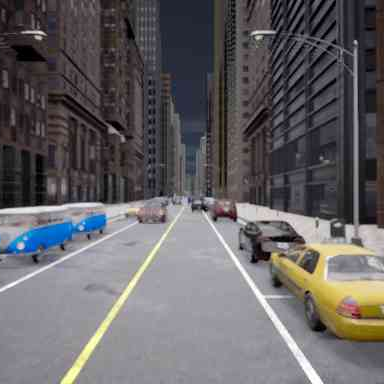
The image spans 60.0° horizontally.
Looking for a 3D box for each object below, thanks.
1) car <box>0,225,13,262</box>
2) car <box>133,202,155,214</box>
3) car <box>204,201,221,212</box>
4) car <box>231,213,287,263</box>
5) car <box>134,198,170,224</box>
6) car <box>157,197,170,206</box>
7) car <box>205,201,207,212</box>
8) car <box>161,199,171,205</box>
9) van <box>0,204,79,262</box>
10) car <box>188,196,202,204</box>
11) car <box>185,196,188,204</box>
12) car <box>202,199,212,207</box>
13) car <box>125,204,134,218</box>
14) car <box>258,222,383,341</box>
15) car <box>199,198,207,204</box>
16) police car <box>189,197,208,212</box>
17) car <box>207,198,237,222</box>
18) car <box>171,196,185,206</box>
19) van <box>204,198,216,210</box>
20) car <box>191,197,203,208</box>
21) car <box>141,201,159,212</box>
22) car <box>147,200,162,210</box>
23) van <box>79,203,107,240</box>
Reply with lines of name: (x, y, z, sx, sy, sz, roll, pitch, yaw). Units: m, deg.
car: (-5.762, 1.602, 6.561, 1.887, 1.381, 4.507, 0, 0, 0)
car: (-5.758, 1.905, 40.276, 2.008, 1.369, 4.403, 0, -1, 0)
car: (2.767, 1.957, 45.898, 2.008, 1.369, 4.403, 0, -1, 0)
car: (2.764, 1.672, 12.186, 1.947, 1.339, 4.313, 0, 0, 0)
car: (-3.095, 1.589, 27.218, 2.097, 1.767, 4.553, 0, -1, 0)
car: (-5.755, 1.930, 68.363, 2.192, 1.841, 5.009, 0, -1, 0)
car: (2.766, 1.855, 34.661, 2.008, 1.369, 4.403, 0, -1, 0)
car: (-5.754, 2.191, 73.809, 1.752, 1.417, 4.829, 0, -1, 0)
van: (-5.761, 1.447, 12.180, 1.690, 1.788, 3.998, 0, 0, 0)
car: (0.906, 1.708, 54.298, 2.150, 2.045, 5.566, 0, -1, 0)
car: (0.009, 1.865, 78.417, 2.150, 2.045, 5.566, 0, -1, 0)
car: (2.769, 2.090, 62.924, 1.752, 1.417, 4.829, 0, -1, 0)
car: (-5.759, 1.827, 34.482, 1.752, 1.417, 4.829, 0, -1, 0)
car: (2.764, 1.584, 6.738, 1.752, 1.417, 4.829, 0, 0, 0)
car: (2.772, 2.300, 85.398, 1.752, 1.417, 4.829, 0, -1, 0)
police car: (0.905, 1.818, 44.376, 1.930, 1.638, 5.238, 0, -1, 0)
car: (2.766, 1.568, 29.045, 2.192, 1.841, 5.009, 0, -1, 0)
car: (-2.996, 2.113, 67.607, 1.837, 1.490, 4.892, 0, 0, 0)
van: (2.768, 1.799, 51.518, 1.690, 1.788, 3.998, 0, -1, 0)
car: (0.906, 1.890, 60.236, 2.097, 1.767, 4.553, 0, -1, 0)
car: (-5.758, 1.951, 45.888, 1.887, 1.381, 4.507, 0, -1, 0)
car: (-5.757, 2.003, 51.506, 1.887, 1.381, 4.507, 0, -1, 0)
van: (-5.760, 1.495, 17.799, 1.690, 1.788, 3.998, 0, 0, 0)
